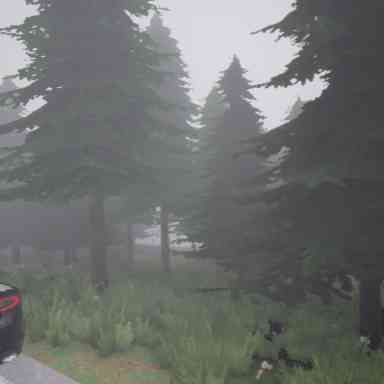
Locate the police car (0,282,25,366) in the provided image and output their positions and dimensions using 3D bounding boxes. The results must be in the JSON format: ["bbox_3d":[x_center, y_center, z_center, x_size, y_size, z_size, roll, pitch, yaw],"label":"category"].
[{"bbox_3d":[-4.514,1.534,4.659,5.238,1.638,1.930,-3,0,32],"label":"police car"}]
